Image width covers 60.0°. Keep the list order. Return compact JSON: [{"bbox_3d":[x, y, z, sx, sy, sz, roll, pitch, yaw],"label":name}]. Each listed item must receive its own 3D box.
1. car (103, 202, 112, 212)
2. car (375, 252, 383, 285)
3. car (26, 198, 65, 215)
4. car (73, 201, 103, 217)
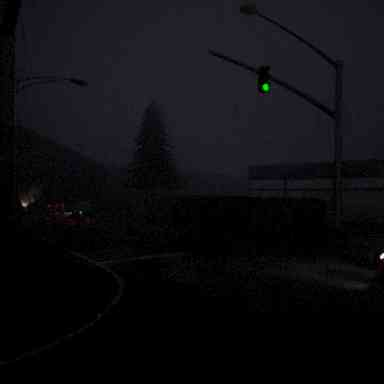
[{"bbox_3d":[-11.445,1.727,39.240,1.994,1.385,4.181,0,0,36],"label":"car"},{"bbox_3d":[6.360,1.458,6.810,2.097,1.767,4.553,1,-1,-37],"label":"car"},{"bbox_3d":[-15.525,1.441,35.175,4.553,1.767,2.097,0,0,36],"label":"car"},{"bbox_3d":[-10.382,1.653,32.673,1.812,1.442,4.674,-1,0,-5],"label":"car"}]
